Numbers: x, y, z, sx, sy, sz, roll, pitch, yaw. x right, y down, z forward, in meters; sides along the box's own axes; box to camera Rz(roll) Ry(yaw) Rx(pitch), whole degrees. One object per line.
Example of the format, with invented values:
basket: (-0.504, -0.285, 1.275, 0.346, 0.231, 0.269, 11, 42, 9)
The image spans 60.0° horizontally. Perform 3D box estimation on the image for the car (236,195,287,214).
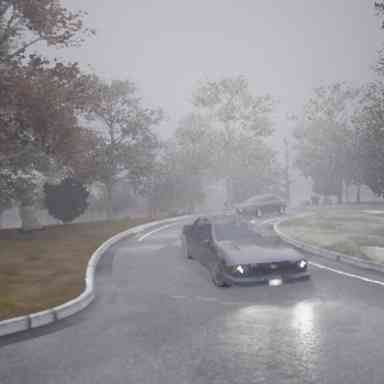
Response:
car: (5.258, 0.998, 25.178, 4.892, 1.490, 1.837, -3, 2, -41)

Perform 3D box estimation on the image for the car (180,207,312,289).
car: (1.005, 1.380, 9.173, 2.033, 1.411, 5.357, -1, 1, -14)
